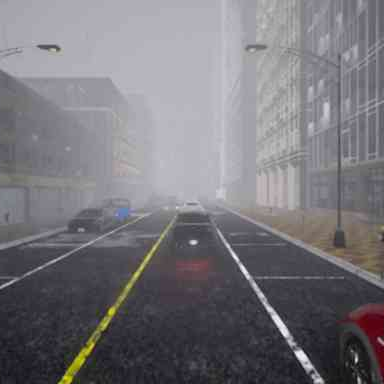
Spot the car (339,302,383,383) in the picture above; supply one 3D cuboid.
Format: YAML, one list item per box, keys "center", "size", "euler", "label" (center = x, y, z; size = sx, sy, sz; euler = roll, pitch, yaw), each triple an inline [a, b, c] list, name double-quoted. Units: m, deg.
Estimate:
- center: [2.690, 1.441, 2.335]
  size: [1.967, 1.590, 4.097]
  euler: [0, 0, 0]
  label: "car"

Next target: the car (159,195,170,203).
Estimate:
- center: [-5.699, 1.491, 70.118]
  size: [1.967, 1.590, 4.097]
  euler: [0, 0, 0]
  label: "car"

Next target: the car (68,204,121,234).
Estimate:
- center: [-5.693, 1.575, 19.280]
  size: [1.947, 1.339, 4.313]
  euler: [0, 0, 0]
  label: "car"

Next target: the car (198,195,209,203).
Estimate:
- center: [2.681, 1.576, 70.289]
  size: [1.752, 1.417, 4.829]
  euler: [0, 0, 0]
  label: "car"

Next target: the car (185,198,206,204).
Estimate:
- center: [0.071, 1.540, 30.244]
  size: [1.812, 1.442, 4.674]
  euler: [0, 0, 0]
  label: "car"

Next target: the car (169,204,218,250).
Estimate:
- center: [0.070, 1.513, 14.233]
  size: [1.837, 1.490, 4.892]
  euler: [0, 0, 0]
  label: "car"

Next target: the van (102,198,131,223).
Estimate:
- center: [-5.693, 1.353, 24.929]
  size: [1.690, 1.788, 3.998]
  euler: [0, 0, 0]
  label: "van"

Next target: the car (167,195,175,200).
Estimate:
- center: [-5.703, 1.646, 92.711]
  size: [1.947, 1.339, 4.313]
  euler: [0, 0, 0]
  label: "car"

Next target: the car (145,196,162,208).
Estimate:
- center: [-5.696, 1.608, 47.523]
  size: [1.802, 1.307, 4.206]
  euler: [0, 0, 0]
  label: "car"

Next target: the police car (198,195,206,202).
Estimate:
- center: [2.356, 1.488, 81.036]
  size: [1.930, 1.638, 5.238]
  euler: [0, 0, 0]
  label: "police car"

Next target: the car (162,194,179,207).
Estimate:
- center: [-3.083, 1.384, 52.202]
  size: [2.097, 1.767, 4.553]
  euler: [0, 0, 0]
  label: "car"
